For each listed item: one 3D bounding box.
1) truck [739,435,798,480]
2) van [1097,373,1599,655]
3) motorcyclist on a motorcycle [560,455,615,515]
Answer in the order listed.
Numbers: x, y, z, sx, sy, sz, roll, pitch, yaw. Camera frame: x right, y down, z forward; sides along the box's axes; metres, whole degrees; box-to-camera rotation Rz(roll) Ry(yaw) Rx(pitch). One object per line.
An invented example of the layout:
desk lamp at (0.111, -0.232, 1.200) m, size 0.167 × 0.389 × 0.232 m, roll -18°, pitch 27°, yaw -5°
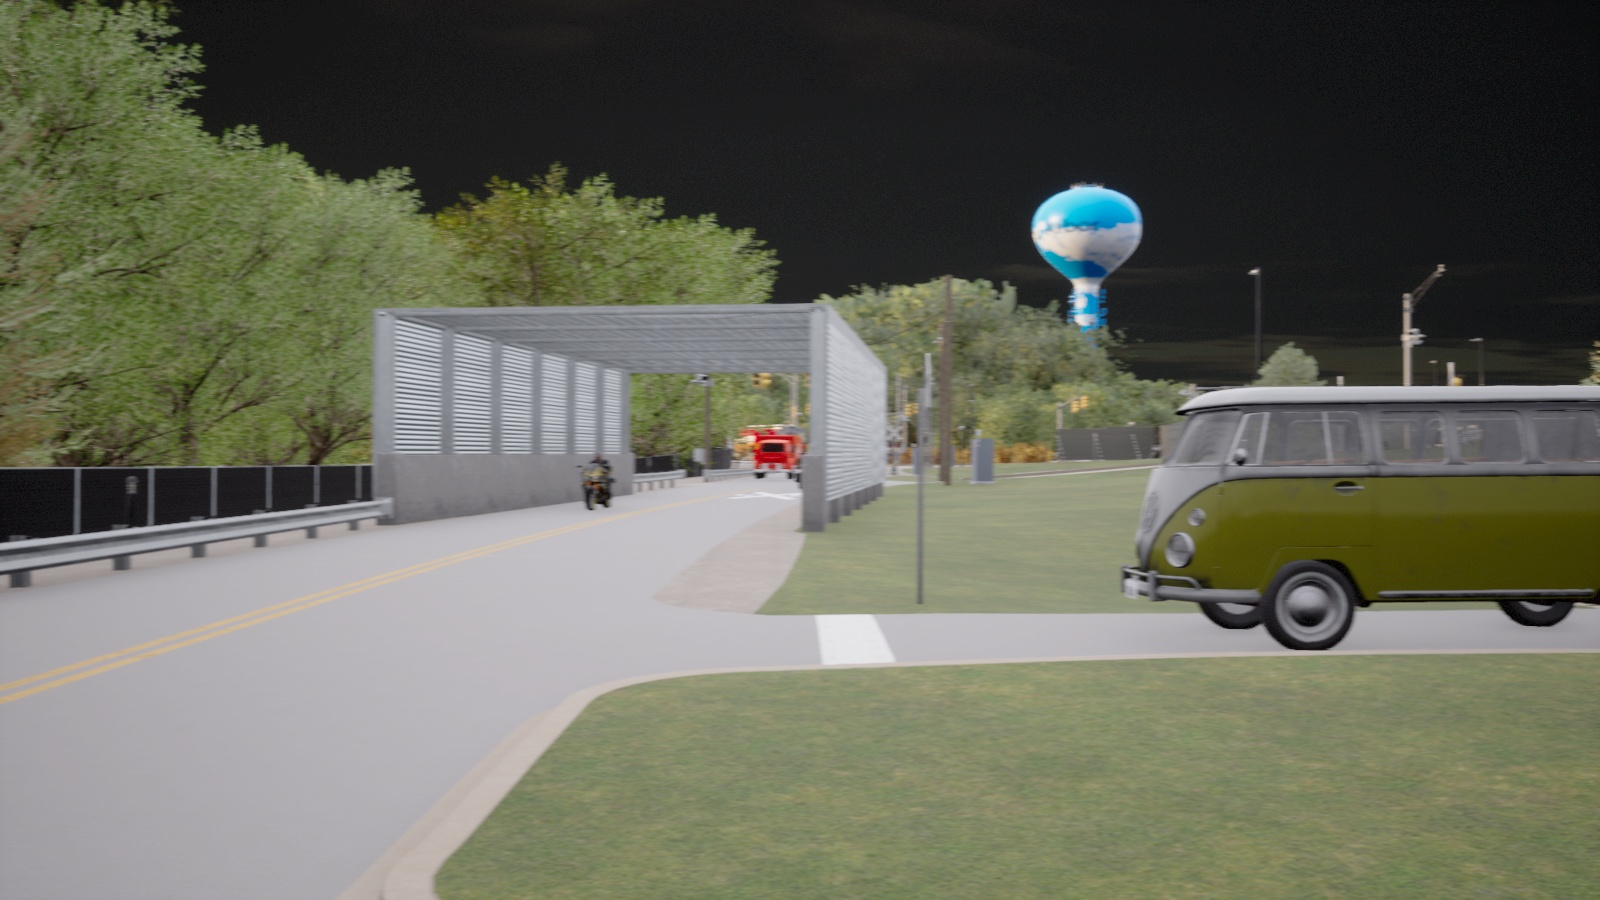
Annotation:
truck at (-1.742, 0.399, 71.029) m, size 2.627 × 2.467 × 5.204 m, roll 0°, pitch 0°, yaw 6°
van at (4.806, 0.471, 9.931) m, size 4.442 × 1.987 × 1.775 m, roll -1°, pitch -2°, yaw -1°
motorcyclist on a motorcycle at (-5.587, 0.887, 33.154) m, size 0.866 × 1.530 × 2.191 m, roll 0°, pitch 0°, yaw 6°
